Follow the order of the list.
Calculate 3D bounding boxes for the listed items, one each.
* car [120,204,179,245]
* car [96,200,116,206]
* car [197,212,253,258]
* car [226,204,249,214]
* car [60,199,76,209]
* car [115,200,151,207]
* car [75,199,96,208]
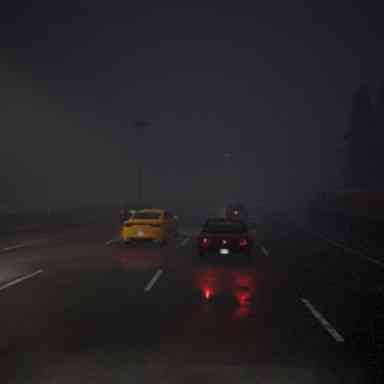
[{"bbox_3d":[-1.854,1.600,16.325,1.882,1.535,5.008,0,0,7],"label":"car"},{"bbox_3d":[-12.267,1.931,50.915,1.994,1.385,4.181,0,-1,18],"label":"car"},{"bbox_3d":[1.305,1.708,13.312,1.895,1.301,4.718,0,0,5],"label":"car"},{"bbox_3d":[4.325,1.818,31.512,1.994,1.385,4.181,0,0,12],"label":"car"},{"bbox_3d":[-18.909,1.859,53.127,2.128,1.511,4.902,0,-1,18],"label":"car"},{"bbox_3d":[-3.927,1.543,26.018,2.097,1.767,4.553,0,0,10],"label":"car"},{"bbox_3d":[-15.612,1.891,51.943,1.812,1.442,4.674,0,-1,18],"label":"car"}]
